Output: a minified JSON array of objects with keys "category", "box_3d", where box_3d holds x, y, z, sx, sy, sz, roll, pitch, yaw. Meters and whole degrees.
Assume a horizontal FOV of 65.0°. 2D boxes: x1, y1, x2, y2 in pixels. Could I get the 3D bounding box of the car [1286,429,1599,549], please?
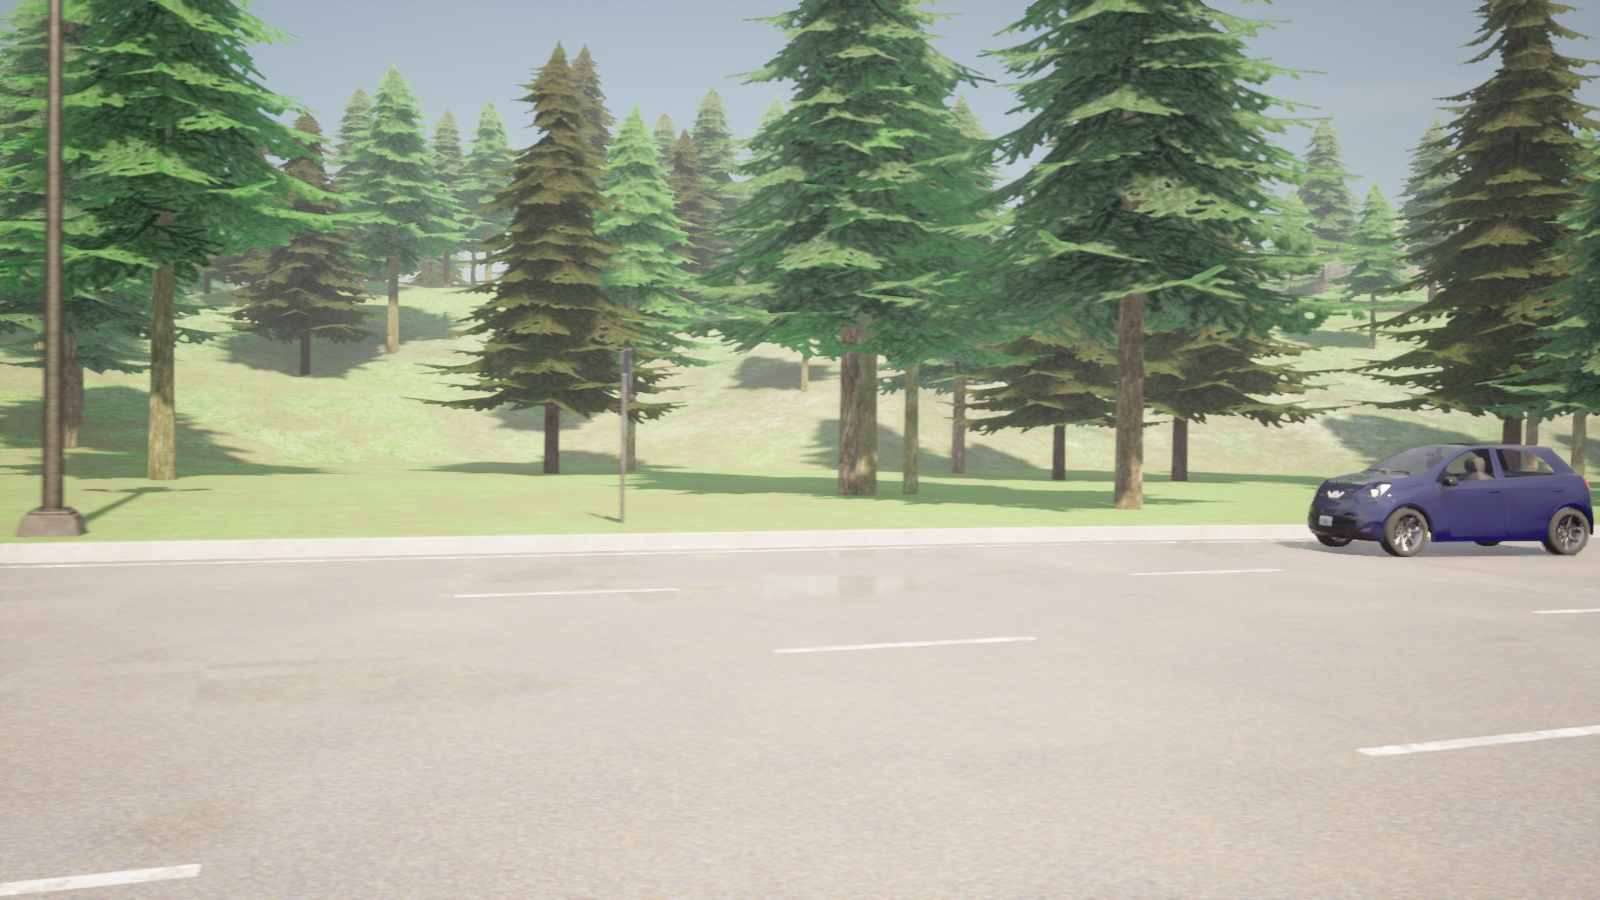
[{"category":"car","box_3d":[8.902,0.485,17.388,3.633,1.501,1.845,-1,1,-12]}]
